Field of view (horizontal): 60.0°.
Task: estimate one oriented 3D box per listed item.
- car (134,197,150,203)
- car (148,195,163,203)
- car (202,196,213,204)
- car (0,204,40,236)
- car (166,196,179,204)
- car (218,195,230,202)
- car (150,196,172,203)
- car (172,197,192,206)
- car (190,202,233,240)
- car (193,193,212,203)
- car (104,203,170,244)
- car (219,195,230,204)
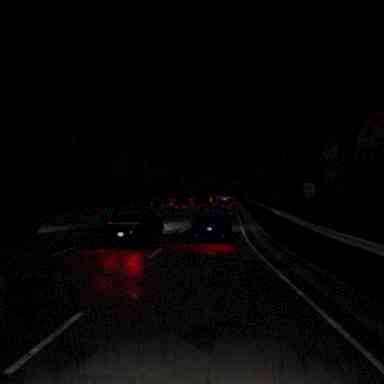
[{"bbox_3d":[-8.553,1.562,57.279,2.033,1.411,5.357,0,0,7],"label":"car"},{"bbox_3d":[-7.371,1.481,67.631,1.882,1.535,5.008,0,0,7],"label":"car"},{"bbox_3d":[3.061,1.524,66.441,1.882,1.535,5.008,0,0,7],"label":"car"},{"bbox_3d":[-9.588,1.344,16.461,2.097,1.767,4.553,0,0,7],"label":"car"},{"bbox_3d":[-3.894,1.599,67.234,1.994,1.385,4.181,0,0,7],"label":"car"},{"bbox_3d":[5.408,1.639,56.135,1.895,1.301,4.718,0,0,7],"label":"car"},{"bbox_3d":[-5.075,1.568,56.882,2.033,1.411,5.357,0,0,7],"label":"car"},{"bbox_3d":[-1.598,1.504,56.485,1.882,1.535,5.008,0,0,7],"label":"car"},{"bbox_3d":[1.069,1.488,17.234,1.882,1.535,5.008,0,0,7],"label":"car"},{"bbox_3d":[1.884,1.253,56.118,2.150,2.045,5.566,0,0,7],"label":"car"},{"bbox_3d":[-2.610,1.495,15.865,2.128,1.511,4.902,0,0,7],"label":"car"},{"bbox_3d":[6.536,1.410,66.014,2.097,1.767,4.553,0,0,7],"label":"car"}]
